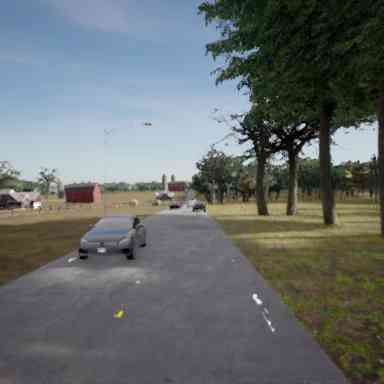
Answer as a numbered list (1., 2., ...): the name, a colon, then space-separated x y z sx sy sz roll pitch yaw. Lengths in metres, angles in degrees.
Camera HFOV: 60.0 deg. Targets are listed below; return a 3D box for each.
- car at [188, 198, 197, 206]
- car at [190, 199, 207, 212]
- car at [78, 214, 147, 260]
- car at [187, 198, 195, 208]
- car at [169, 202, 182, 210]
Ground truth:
1. car: 0.032 2.438 83.068 2.150 2.045 5.566 0 -2 0
2. car: 0.981 2.050 46.794 1.837 1.490 4.892 0 -1 0
3. car: -2.843 1.600 12.838 1.812 1.442 4.674 0 0 0
4. car: 0.026 2.452 65.415 1.812 1.442 4.674 0 -1 0
5. car: -2.771 2.331 56.171 1.895 1.301 4.718 0 -1 1
